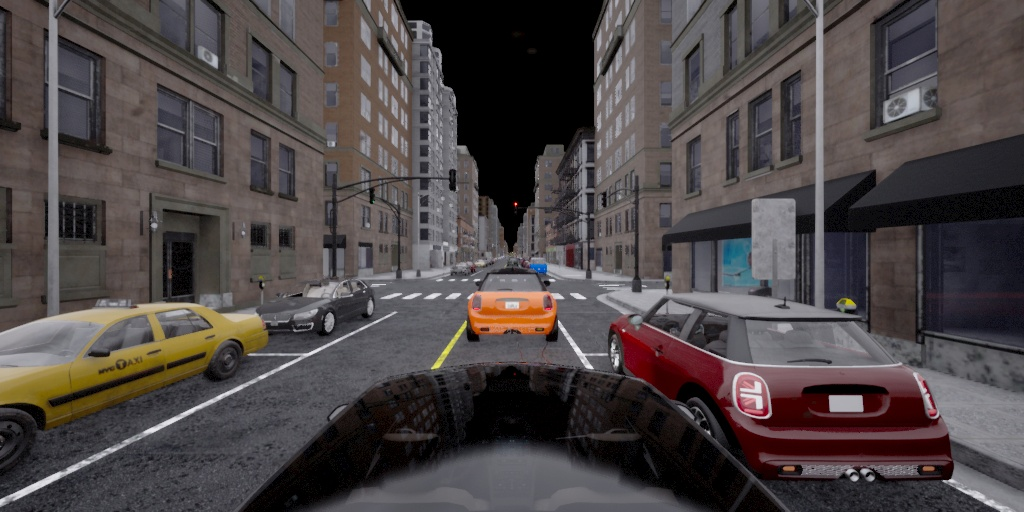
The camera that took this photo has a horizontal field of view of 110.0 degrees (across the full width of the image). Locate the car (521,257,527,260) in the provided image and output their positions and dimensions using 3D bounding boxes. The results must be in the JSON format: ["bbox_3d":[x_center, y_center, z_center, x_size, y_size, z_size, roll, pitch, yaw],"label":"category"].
[{"bbox_3d":[2.727,1.321,60.098,1.802,1.307,4.207,0,0,0],"label":"car"}]

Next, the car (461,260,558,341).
[{"bbox_3d":[0.024,1.101,9.993,2.097,1.767,4.553,0,0,0],"label":"car"}]

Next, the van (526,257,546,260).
[{"bbox_3d":[2.692,1.086,37.373,1.690,1.789,3.998,0,0,0],"label":"van"}]

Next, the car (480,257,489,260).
[{"bbox_3d":[-5.299,1.264,59.934,1.751,1.417,4.829,0,0,0],"label":"car"}]

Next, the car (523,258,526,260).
[{"bbox_3d":[2.709,1.326,48.735,1.802,1.307,4.207,0,0,0],"label":"car"}]

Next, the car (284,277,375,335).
[{"bbox_3d":[-5.375,1.300,10.295,2.007,1.370,4.403,0,0,0],"label":"car"}]

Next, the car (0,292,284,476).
[{"bbox_3d":[-5.383,1.275,4.606,1.751,1.417,4.829,0,0,0],"label":"car"}]

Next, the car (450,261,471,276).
[{"bbox_3d":[-5.333,1.296,37.376,2.007,1.370,4.403,0,0,0],"label":"car"}]

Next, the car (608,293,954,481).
[{"bbox_3d":[2.642,1.189,4.773,1.967,1.591,4.097,0,0,0],"label":"car"}]
